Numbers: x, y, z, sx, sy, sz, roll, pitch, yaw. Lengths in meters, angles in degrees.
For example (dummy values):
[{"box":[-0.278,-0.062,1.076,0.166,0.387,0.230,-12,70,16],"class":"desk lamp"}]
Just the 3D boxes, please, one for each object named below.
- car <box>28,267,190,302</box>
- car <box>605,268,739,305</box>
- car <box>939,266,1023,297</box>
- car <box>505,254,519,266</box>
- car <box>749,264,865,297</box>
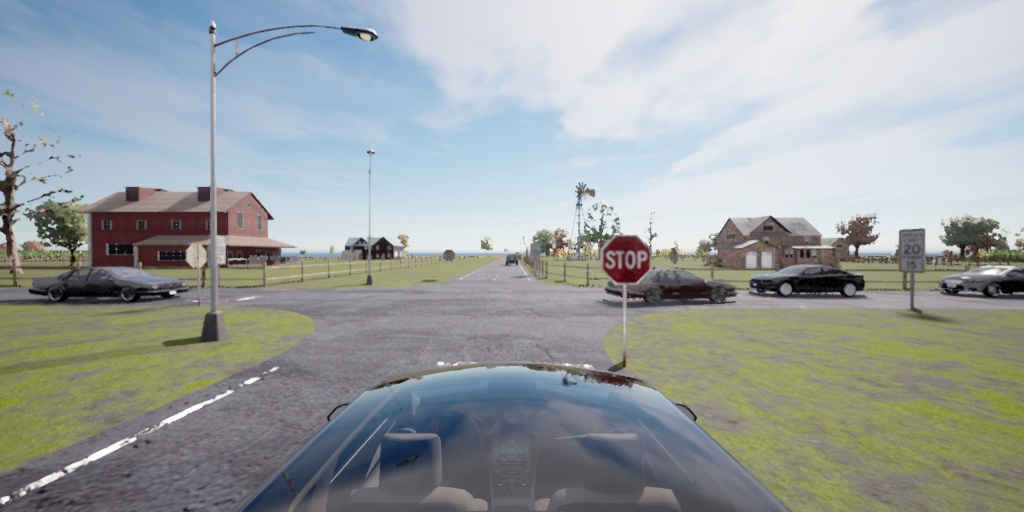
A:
[{"box":[-17.250,1.172,15.460,5.357,1.411,2.033,0,0,0],"class":"car"},{"box":[6.794,1.247,15.430,5.357,1.411,2.033,0,0,-10],"class":"car"},{"box":[24.665,1.237,18.090,4.902,1.511,2.128,0,0,1],"class":"car"},{"box":[-0.003,0.611,62.370,2.150,2.045,5.566,0,0,0],"class":"car"},{"box":[14.815,1.184,18.167,5.008,1.535,1.882,0,0,0],"class":"car"}]
